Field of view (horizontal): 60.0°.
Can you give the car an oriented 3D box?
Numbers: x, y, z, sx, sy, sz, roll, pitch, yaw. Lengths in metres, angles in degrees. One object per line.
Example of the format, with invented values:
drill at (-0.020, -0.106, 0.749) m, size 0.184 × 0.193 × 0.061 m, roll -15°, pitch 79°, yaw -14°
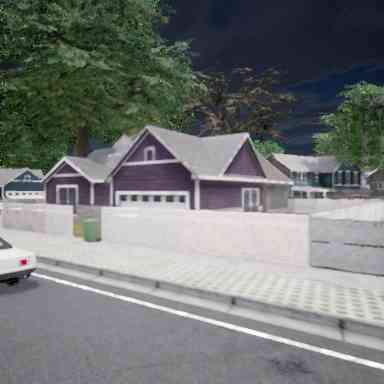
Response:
car at (-5.971, 1.602, 8.252) m, size 4.718 × 1.301 × 1.895 m, roll 0°, pitch 0°, yaw 35°
